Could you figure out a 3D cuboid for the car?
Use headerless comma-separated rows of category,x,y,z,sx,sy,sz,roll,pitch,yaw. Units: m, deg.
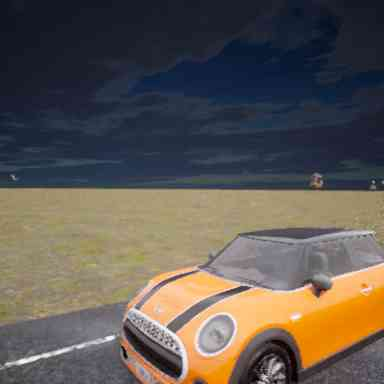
car,1.297,1.363,4.918,4.553,1.767,2.097,0,0,-35
